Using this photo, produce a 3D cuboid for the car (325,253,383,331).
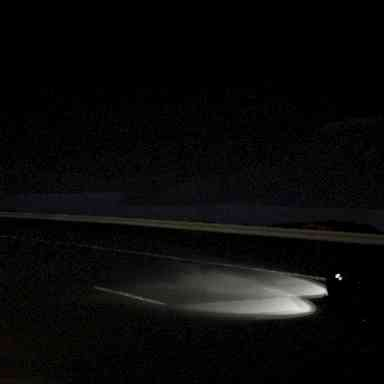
[{"bbox_3d":[4.371,1.453,5.216,4.181,1.385,1.994,0,1,35],"label":"car"}]
